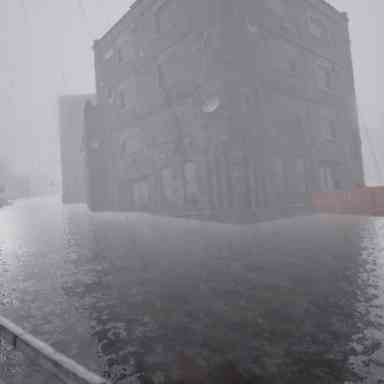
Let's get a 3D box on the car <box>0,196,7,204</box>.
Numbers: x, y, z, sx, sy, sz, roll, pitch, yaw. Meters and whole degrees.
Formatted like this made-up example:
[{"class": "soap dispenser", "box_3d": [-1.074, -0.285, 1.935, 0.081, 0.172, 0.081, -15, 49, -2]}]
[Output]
[{"class": "car", "box_3d": [-29.514, 1.307, 49.734, 1.895, 1.301, 4.718, -4, 3, -8]}]
